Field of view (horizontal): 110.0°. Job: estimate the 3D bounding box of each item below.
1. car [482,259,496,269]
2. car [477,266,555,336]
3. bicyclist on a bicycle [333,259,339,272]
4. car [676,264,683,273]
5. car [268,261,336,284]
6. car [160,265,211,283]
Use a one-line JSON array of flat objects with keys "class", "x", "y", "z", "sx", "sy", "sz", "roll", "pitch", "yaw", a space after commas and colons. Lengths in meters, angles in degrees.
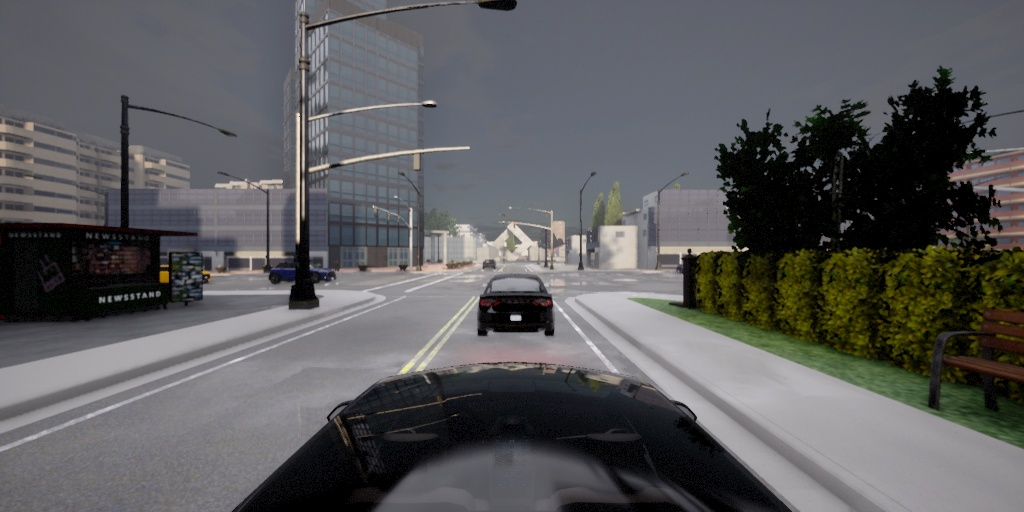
[{"class": "car", "x": -3.380, "y": 1.207, "z": 54.216, "sx": 1.882, "sy": 1.535, "sz": 5.008, "roll": 0, "pitch": 0, "yaw": 0}, {"class": "car", "x": 0.110, "y": 1.224, "z": 10.434, "sx": 1.882, "sy": 1.535, "sz": 5.008, "roll": 0, "pitch": 0, "yaw": 1}, {"class": "bicyclist on a bicycle", "x": -21.822, "y": 1.199, "z": 44.493, "sx": 0.582, "sy": 1.620, "sz": 1.656, "roll": -1, "pitch": 0, "yaw": 0}, {"class": "car", "x": 20.278, "y": 1.041, "z": 38.873, "sx": 4.553, "sy": 1.767, "sz": 2.097, "roll": 0, "pitch": 0, "yaw": 0}, {"class": "car", "x": -16.286, "y": 1.199, "z": 28.037, "sx": 4.553, "sy": 1.767, "sz": 2.097, "roll": -1, "pitch": 0, "yaw": 0}, {"class": "car", "x": -26.398, "y": 1.443, "z": 28.001, "sx": 5.008, "sy": 1.535, "sz": 1.882, "roll": -1, "pitch": 0, "yaw": 0}]
